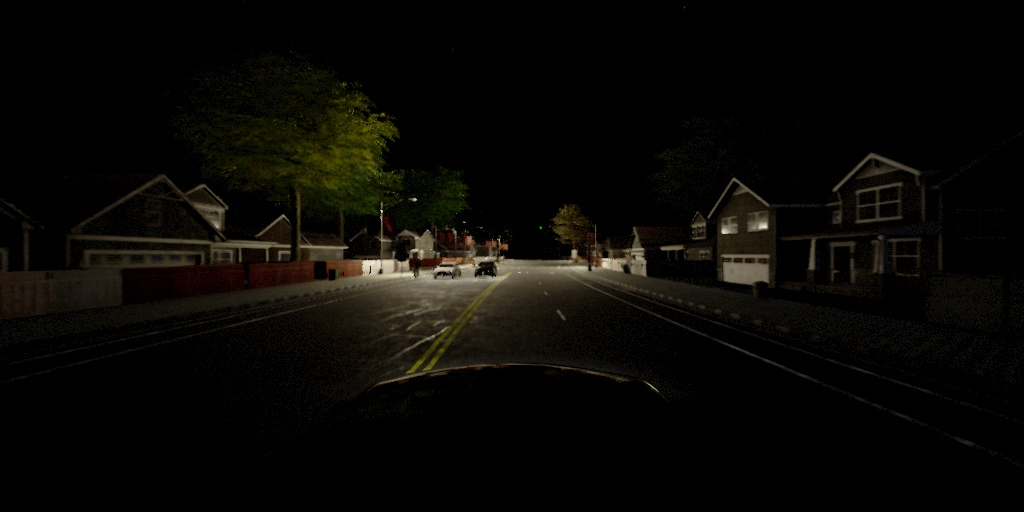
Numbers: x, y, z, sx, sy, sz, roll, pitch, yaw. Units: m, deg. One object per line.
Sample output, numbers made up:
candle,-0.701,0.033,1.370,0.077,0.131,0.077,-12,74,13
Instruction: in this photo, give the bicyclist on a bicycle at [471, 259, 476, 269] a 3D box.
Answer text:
bicyclist on a bicycle,-6.029,1.206,56.928,0.866,1.612,1.509,0,0,7

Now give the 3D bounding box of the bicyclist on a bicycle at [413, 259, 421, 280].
bicyclist on a bicycle,-8.093,1.151,30.318,0.659,1.776,1.843,0,0,3

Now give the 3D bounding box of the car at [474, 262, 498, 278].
car,-2.454,1.289,34.398,1.837,1.490,4.892,0,-1,4

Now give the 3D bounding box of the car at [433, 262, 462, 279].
car,-5.809,1.307,32.713,1.812,1.442,4.674,0,0,3
